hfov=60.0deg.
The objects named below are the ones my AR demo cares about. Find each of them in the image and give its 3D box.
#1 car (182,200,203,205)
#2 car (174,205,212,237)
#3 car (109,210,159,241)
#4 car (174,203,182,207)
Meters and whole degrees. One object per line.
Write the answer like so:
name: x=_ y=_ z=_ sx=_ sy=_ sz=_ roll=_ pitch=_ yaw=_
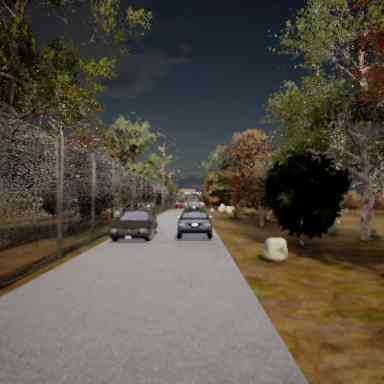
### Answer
car: x=0.235 y=1.786 z=39.370 sx=2.097 sy=1.767 sz=4.553 roll=0 pitch=-1 yaw=0
car: x=0.139 y=1.655 z=18.556 sx=2.033 sy=1.411 sz=5.357 roll=0 pitch=-1 yaw=0
car: x=-2.820 y=1.643 z=17.350 sx=2.033 sy=1.411 sz=5.357 roll=0 pitch=-1 yaw=0
car: x=-2.433 y=2.667 z=63.085 sx=1.895 sy=1.301 sz=4.718 roll=0 pitch=-2 yaw=1
